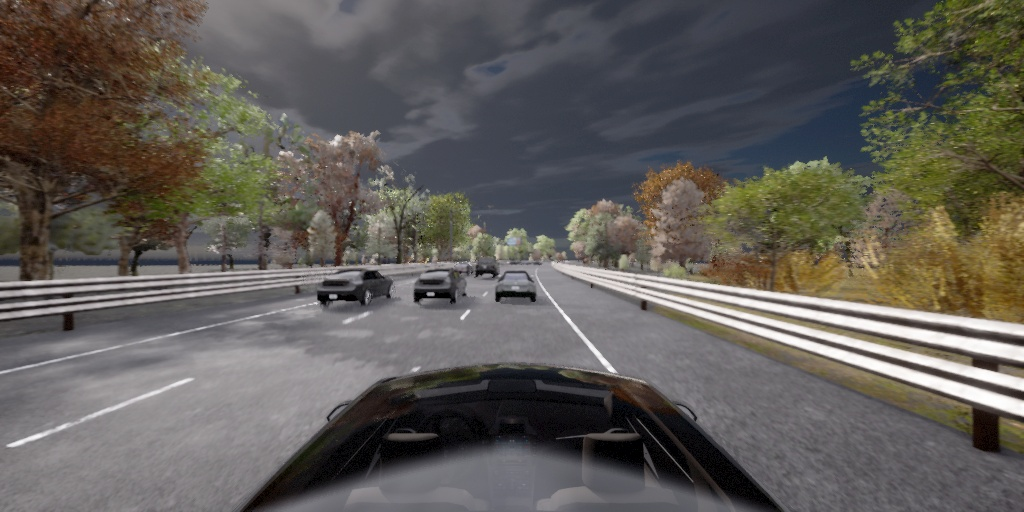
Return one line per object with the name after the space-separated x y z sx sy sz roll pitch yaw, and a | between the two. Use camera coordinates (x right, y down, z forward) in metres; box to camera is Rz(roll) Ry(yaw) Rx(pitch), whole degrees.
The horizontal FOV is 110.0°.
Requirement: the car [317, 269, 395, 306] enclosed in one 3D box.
-6.840 1.338 16.224 1.837 1.490 4.892 0 0 1 | car

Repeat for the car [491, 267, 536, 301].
0.201 1.440 18.336 1.994 1.385 4.181 0 0 1 | car

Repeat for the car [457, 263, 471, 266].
-5.829 1.599 43.281 2.033 1.411 5.357 0 0 3 | car

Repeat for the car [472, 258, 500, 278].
-2.588 1.245 38.331 2.150 2.045 5.566 0 0 3 | car

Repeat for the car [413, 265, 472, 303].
-3.321 1.360 17.287 1.837 1.490 4.892 0 0 1 | car
